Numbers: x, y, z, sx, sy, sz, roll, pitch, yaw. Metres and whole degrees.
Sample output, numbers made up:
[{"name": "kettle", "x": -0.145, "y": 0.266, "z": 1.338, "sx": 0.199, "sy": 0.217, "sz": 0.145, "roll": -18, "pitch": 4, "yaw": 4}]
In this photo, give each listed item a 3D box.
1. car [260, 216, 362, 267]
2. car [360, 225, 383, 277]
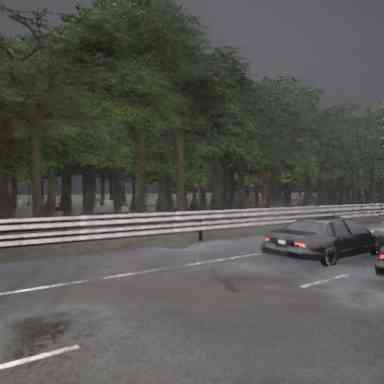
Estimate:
[{"name": "car", "x": 4.735, "y": 1.546, "z": 11.431, "sx": 5.357, "sy": 1.411, "sz": 2.033, "roll": 0, "pitch": 0, "yaw": -36}, {"name": "car", "x": 6.815, "y": 1.547, "z": 8.615, "sx": 5.357, "sy": 1.411, "sz": 2.033, "roll": 0, "pitch": 0, "yaw": -36}]
